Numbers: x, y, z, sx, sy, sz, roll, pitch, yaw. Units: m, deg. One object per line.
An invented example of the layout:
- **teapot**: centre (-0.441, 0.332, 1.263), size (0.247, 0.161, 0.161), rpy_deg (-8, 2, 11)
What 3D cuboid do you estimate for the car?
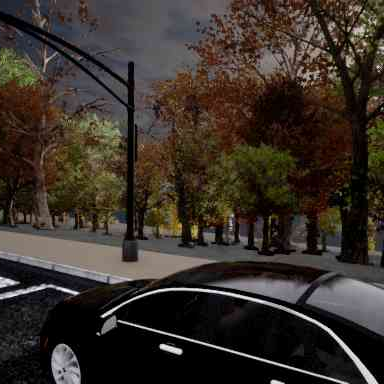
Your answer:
- **car**: centre (0.370, 1.504, 3.411), size (4.892, 1.490, 1.837), rpy_deg (0, 0, 36)
